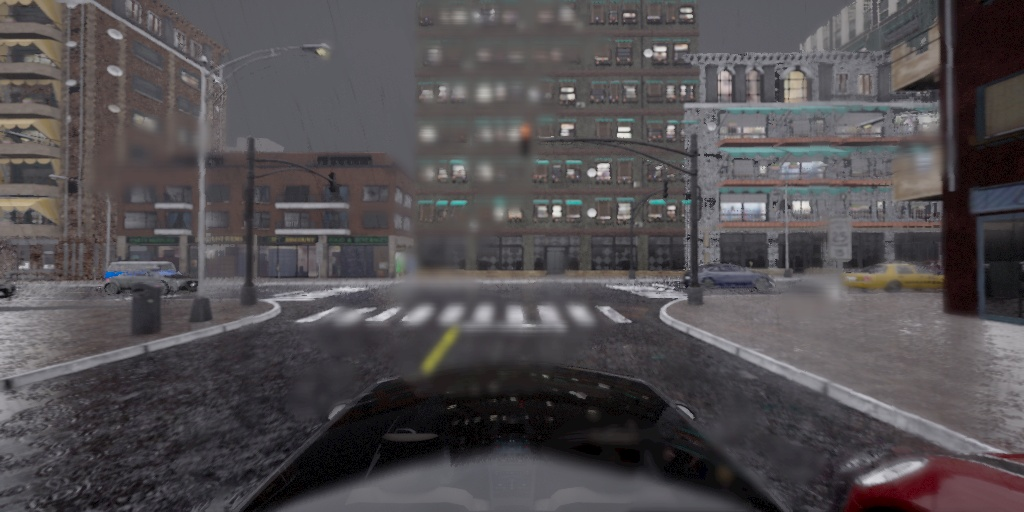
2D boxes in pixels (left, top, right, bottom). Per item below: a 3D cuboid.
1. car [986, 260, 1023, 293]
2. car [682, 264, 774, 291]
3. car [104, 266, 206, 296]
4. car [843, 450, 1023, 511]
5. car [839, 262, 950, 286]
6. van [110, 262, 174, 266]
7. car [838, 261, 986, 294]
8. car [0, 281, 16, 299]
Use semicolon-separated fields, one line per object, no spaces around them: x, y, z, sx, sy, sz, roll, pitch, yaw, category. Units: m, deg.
22.913;0.943;16.087;4.403;1.370;2.007;0;0;1;car
11.291;1.097;18.954;4.181;1.385;1.994;-1;-1;1;car
-19.204;1.379;19.386;4.181;1.385;1.994;0;-1;1;car
2.738;1.196;0.277;1.967;1.591;4.097;0;0;0;car
23.202;1.067;21.883;4.718;1.301;1.895;-1;-1;1;car
-26.071;1.294;25.165;3.998;1.789;1.690;0;0;1;van
17.648;0.966;16.162;4.829;1.417;1.751;0;0;1;car
-26.192;1.409;16.786;4.313;1.339;1.948;0;0;1;car
